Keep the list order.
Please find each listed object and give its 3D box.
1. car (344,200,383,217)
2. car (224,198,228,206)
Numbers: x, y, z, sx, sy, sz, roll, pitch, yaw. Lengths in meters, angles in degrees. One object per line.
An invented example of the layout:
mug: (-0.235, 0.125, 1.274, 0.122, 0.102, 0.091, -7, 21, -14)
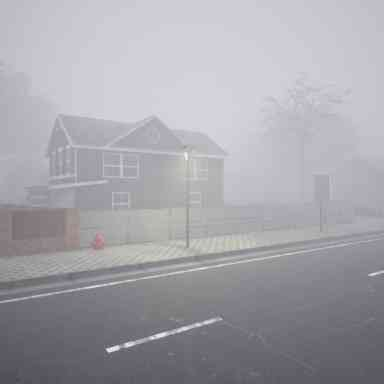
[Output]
car: (15.328, 1.516, 30.973, 2.128, 1.511, 4.902, 0, 0, -37)
car: (4.210, 1.549, 46.623, 2.128, 1.511, 4.902, 0, 0, -35)
